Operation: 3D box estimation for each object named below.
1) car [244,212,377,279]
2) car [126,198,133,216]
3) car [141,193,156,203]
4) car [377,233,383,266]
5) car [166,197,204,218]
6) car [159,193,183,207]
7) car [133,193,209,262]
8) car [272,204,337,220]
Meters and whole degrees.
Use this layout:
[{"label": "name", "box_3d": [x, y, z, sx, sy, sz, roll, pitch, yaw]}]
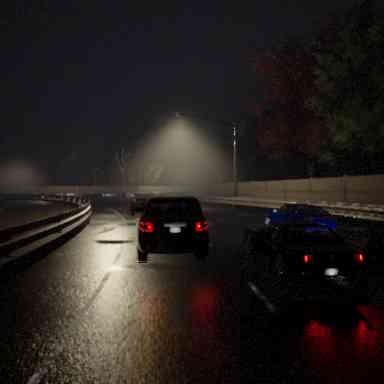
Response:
[{"label": "car", "box_3d": [2.961, 1.515, 9.794, 1.895, 1.301, 4.718, 0, 0, -6]}, {"label": "car", "box_3d": [-4.775, 1.280, 29.945, 1.837, 1.490, 4.892, 0, 0, -18]}, {"label": "car", "box_3d": [-7.860, 1.027, 59.676, 1.882, 1.535, 5.008, 0, 1, -18]}, {"label": "car", "box_3d": [6.507, 1.478, 8.648, 1.994, 1.385, 4.181, 0, 0, -6]}, {"label": "car", "box_3d": [-0.695, 1.267, 28.579, 2.128, 1.511, 4.902, 0, 0, -15]}, {"label": "car", "box_3d": [-2.905, 0.999, 45.725, 2.097, 1.767, 4.553, 0, 1, -20]}, {"label": "car", "box_3d": [-0.813, 1.129, 11.951, 2.150, 2.045, 5.566, 0, 0, -7]}, {"label": "car", "box_3d": [5.435, 1.327, 17.157, 1.882, 1.535, 5.008, 0, 0, -9]}]
